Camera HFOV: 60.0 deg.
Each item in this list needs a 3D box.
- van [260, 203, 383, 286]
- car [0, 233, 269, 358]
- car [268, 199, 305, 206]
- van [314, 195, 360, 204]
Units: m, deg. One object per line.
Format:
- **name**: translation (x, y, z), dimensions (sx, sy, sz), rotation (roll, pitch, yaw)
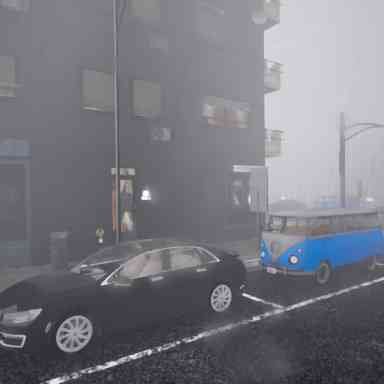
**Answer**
- **van**: translation (3.602, 1.339, 9.133), dimensions (3.998, 1.788, 1.690), rotation (0, -1, -35)
- **car**: translation (-0.960, 1.550, 5.883), dimensions (4.403, 1.369, 2.008), rotation (0, -1, -35)
- **car**: translation (9.676, 1.400, 34.284), dimensions (1.947, 1.339, 4.313), rotation (-1, 1, -35)
- **van**: translation (12.850, 1.201, 29.763), dimensions (1.690, 1.788, 3.998), rotation (-1, 1, -35)
